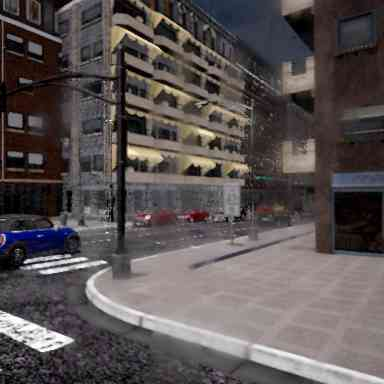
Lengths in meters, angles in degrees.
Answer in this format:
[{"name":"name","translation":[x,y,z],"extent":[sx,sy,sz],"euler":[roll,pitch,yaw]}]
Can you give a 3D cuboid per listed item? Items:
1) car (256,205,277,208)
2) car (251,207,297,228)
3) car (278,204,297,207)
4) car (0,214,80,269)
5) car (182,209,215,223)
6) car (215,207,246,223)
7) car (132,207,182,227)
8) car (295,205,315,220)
[{"name":"car","translation":[9.829,2.554,46.702],"extent":[1.887,1.381,4.507],"euler":[-2,-2,35]},{"name":"car","translation":[6.945,2.221,27.978],"extent":[1.947,1.339,4.313],"euler":[-2,-2,35]},{"name":"car","translation":[14.992,2.584,49.452],"extent":[1.882,1.535,5.008],"euler":[0,-1,35]},{"name":"car","translation":[-6.228,1.627,12.598],"extent":[2.097,1.767,4.553],"euler":[1,-2,15]},{"name":"car","translation":[0.117,2.288,32.721],"extent":[1.802,1.307,4.206],"euler":[-2,-2,35]},{"name":"car","translation":[3.740,2.228,33.429],"extent":[2.128,1.511,4.902],"euler":[0,-1,35]},{"name":"car","translation":[-3.122,2.045,28.065],"extent":[1.967,1.590,4.097],"euler":[-2,-2,35]},{"name":"car","translation":[13.421,2.423,37.298],"extent":[1.947,1.339,4.313],"euler":[-2,-2,35]}]
